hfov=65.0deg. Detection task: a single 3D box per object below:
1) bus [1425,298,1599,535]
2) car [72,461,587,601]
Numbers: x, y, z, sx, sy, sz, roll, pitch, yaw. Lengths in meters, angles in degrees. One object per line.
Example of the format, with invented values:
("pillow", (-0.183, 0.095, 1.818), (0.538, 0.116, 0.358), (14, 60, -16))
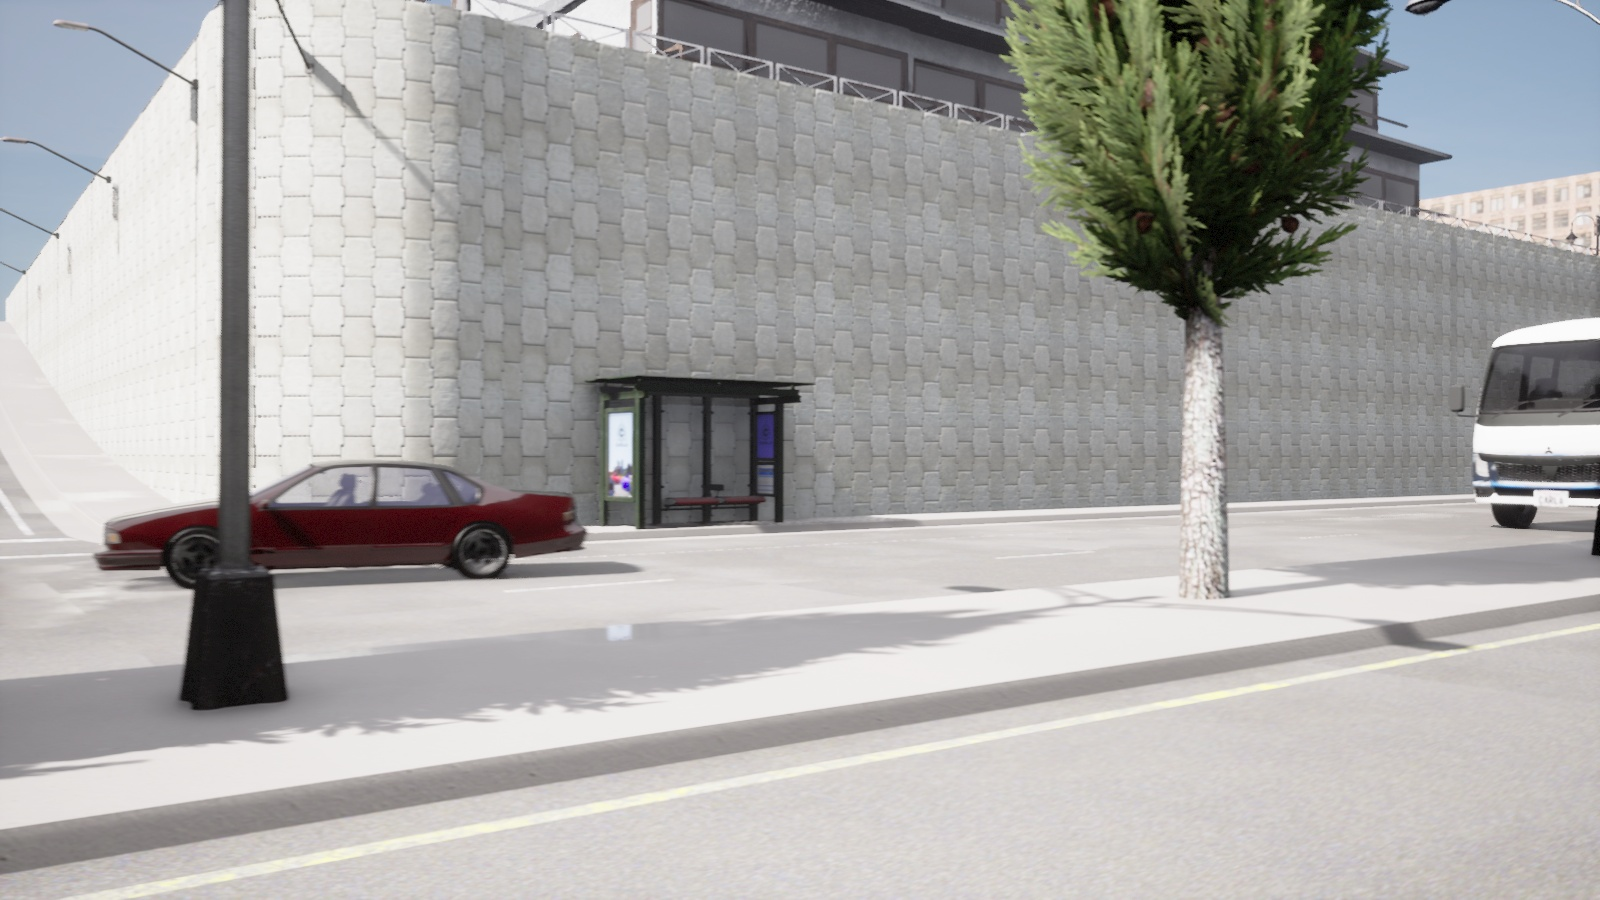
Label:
("bus", (17.823, -0.601, 26.447), (10.273, 4.253, 3.944), (0, 0, -35))
("car", (-5.406, 0.840, 14.836), (5.357, 1.411, 2.033), (0, 0, -25))
